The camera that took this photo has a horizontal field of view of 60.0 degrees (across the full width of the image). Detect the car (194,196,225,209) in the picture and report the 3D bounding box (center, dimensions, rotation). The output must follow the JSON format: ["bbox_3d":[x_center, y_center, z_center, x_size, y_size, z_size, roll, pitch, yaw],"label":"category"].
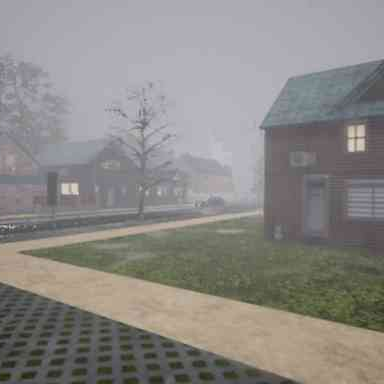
[{"bbox_3d":[2.144,1.208,39.765,2.128,1.511,4.902,1,1,34],"label":"car"}]
